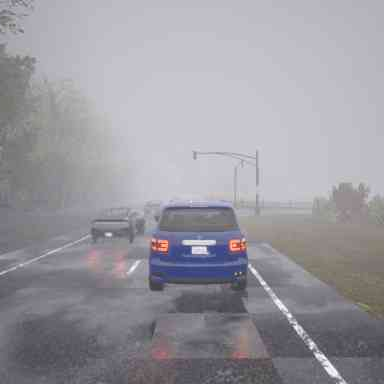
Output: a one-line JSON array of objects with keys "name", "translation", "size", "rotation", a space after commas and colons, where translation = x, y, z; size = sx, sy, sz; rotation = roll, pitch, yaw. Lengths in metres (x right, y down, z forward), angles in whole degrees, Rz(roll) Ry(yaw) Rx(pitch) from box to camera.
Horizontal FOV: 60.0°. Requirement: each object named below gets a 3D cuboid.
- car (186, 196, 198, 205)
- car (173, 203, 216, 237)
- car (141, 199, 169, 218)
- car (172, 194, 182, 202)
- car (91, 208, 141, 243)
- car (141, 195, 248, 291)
[{"name": "car", "translation": [0.048, 1.553, 60.521], "size": [2.033, 1.411, 5.357], "rotation": [0, 0, 2]}, {"name": "car", "translation": [0.122, 1.496, 19.001], "size": [2.128, 1.511, 4.902], "rotation": [0, 0, 0]}, {"name": "car", "translation": [-3.368, 1.500, 31.109], "size": [2.128, 1.511, 4.902], "rotation": [0, 0, 0]}, {"name": "car", "translation": [-3.416, 1.357, 75.491], "size": [2.097, 1.767, 4.553], "rotation": [0, 0, 0]}, {"name": "car", "translation": [-3.384, 1.497, 15.973], "size": [2.128, 1.511, 4.902], "rotation": [0, 0, 0]}, {"name": "car", "translation": [0.114, 1.224, 9.138], "size": [2.150, 2.045, 5.566], "rotation": [0, 0, -1]}]
